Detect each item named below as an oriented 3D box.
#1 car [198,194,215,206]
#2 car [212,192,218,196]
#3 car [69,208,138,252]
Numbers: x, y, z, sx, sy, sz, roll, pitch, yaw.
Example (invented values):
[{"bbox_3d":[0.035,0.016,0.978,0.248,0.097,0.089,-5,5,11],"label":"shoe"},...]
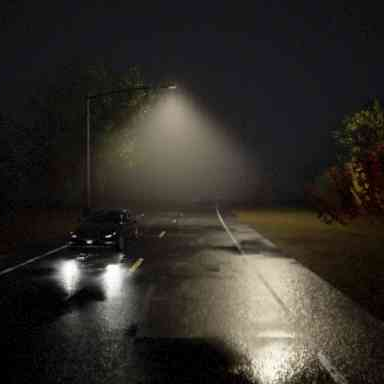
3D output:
[{"bbox_3d":[1.945,1.348,48.173,1.994,1.385,4.181,0,0,4],"label":"car"},{"bbox_3d":[3.636,1.249,66.699,1.994,1.385,4.181,0,0,6],"label":"car"},{"bbox_3d":[-3.449,1.451,13.772,1.837,1.490,4.892,0,0,1],"label":"car"}]
